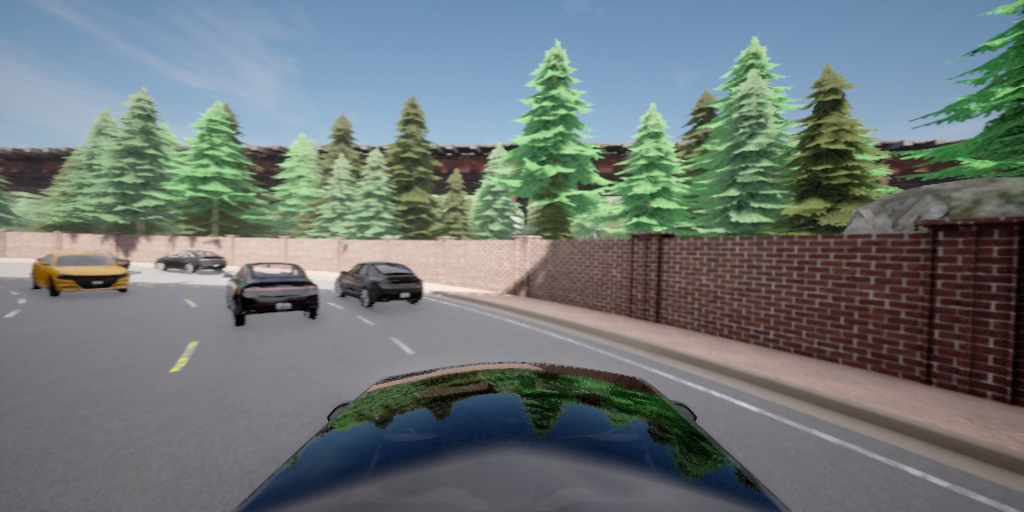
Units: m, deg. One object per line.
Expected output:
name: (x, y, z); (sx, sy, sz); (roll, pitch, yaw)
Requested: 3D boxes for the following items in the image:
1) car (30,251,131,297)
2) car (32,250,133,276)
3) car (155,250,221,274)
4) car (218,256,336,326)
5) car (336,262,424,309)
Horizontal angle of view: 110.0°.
car: (-16.677, 0.592, 13.839); (5.008, 1.535, 1.882); (2, 0, 30)
car: (-25.501, 0.365, 21.324); (4.718, 1.301, 1.895); (2, 1, 12)
car: (-21.119, 0.350, 23.599); (4.902, 1.511, 2.128); (2, 1, 19)
car: (-7.025, 0.926, 10.416); (2.128, 1.511, 4.902); (1, 1, -41)
car: (-5.058, 0.956, 13.388); (1.837, 1.490, 4.892); (2, 1, -42)
